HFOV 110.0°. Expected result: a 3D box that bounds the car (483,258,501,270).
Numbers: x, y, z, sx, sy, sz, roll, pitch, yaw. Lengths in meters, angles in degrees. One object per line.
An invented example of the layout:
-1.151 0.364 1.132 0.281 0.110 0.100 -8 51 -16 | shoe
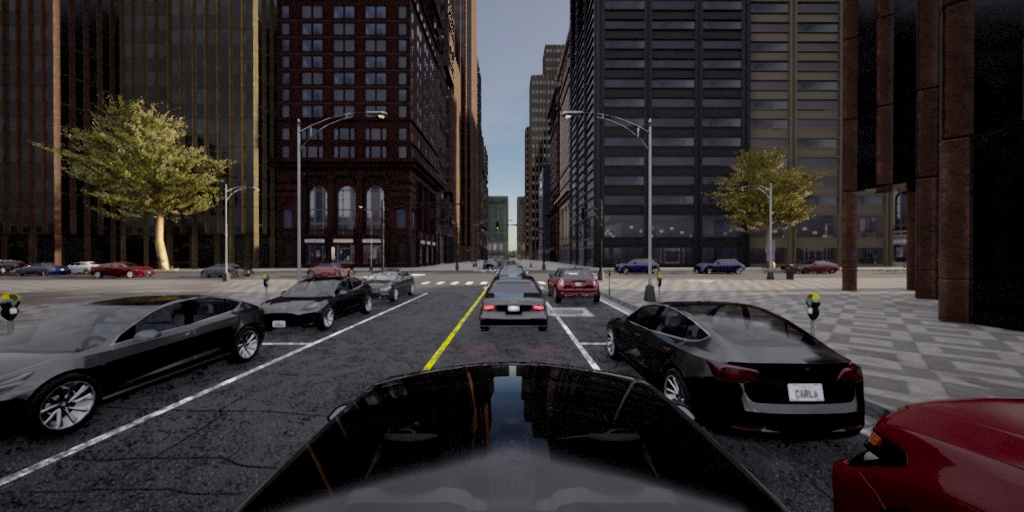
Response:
-3.124 1.096 53.019 2.097 1.767 4.553 0 0 0 | car

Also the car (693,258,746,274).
22.014 1.025 38.362 4.553 1.767 2.097 0 0 0 | car

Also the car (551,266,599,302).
2.742 1.183 16.714 1.967 1.591 4.097 0 0 0 | car

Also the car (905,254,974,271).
45.735 0.850 38.380 5.566 2.045 2.150 0 0 0 | car

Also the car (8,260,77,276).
-49.804 1.425 38.103 4.181 1.385 1.994 0 0 0 | car

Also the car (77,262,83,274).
-49.276 1.369 41.294 4.674 1.442 1.812 0 0 1 | car

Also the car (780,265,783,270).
34.007 1.231 41.648 4.718 1.301 1.895 0 0 0 | car

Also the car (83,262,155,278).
-37.622 1.322 34.713 5.008 1.535 1.882 0 0 0 | car

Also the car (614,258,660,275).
13.298 1.044 38.332 4.553 1.767 2.097 0 0 0 | car

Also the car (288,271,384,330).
-5.776 1.311 11.064 1.948 1.339 4.313 0 0 0 | car

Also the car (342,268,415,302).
-5.783 1.294 16.701 2.007 1.370 4.403 0 0 0 | car

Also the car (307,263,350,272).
-17.509 1.351 34.776 4.181 1.385 1.994 0 0 0 | car

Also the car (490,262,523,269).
0.014 1.289 22.213 2.033 1.411 5.357 0 0 1 | car

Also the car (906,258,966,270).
49.083 0.917 41.609 4.718 1.301 1.895 0 0 0 | car

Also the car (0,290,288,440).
-5.768 1.314 5.428 1.948 1.339 4.313 0 0 0 | car

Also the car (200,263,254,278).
-27.516 1.379 34.745 4.181 1.385 1.994 0 0 0 | car

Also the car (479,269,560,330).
0.053 1.293 11.048 2.033 1.411 5.357 0 0 0 | car

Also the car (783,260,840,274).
32.292 1.177 38.393 4.674 1.442 1.812 0 0 0 | car

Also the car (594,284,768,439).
2.757 1.314 5.442 1.948 1.339 4.313 0 0 0 | car
